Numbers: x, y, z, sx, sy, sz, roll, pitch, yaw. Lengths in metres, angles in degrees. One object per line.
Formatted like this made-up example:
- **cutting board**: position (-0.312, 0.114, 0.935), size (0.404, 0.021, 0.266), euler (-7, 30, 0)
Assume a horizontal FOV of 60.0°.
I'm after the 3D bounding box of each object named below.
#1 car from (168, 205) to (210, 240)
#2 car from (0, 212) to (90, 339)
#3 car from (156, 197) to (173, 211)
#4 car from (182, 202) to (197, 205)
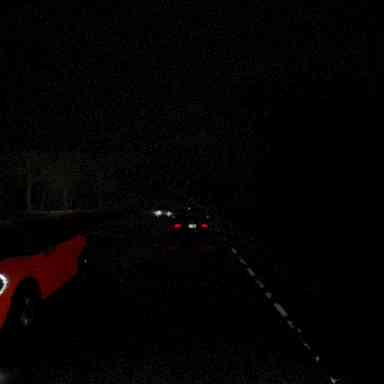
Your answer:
- **car**: position (-0.065, 1.613, 17.480), size (2.033, 1.411, 5.357), euler (0, 0, -1)
- **car**: position (-3.654, 1.367, 6.669), size (2.097, 1.767, 4.553), euler (0, 0, -1)
- **car**: position (-4.085, 1.782, 49.699), size (2.150, 2.045, 5.566), euler (0, -2, 0)
- **car**: position (-0.290, 1.895, 38.570), size (1.994, 1.385, 4.181), euler (0, -1, -1)
